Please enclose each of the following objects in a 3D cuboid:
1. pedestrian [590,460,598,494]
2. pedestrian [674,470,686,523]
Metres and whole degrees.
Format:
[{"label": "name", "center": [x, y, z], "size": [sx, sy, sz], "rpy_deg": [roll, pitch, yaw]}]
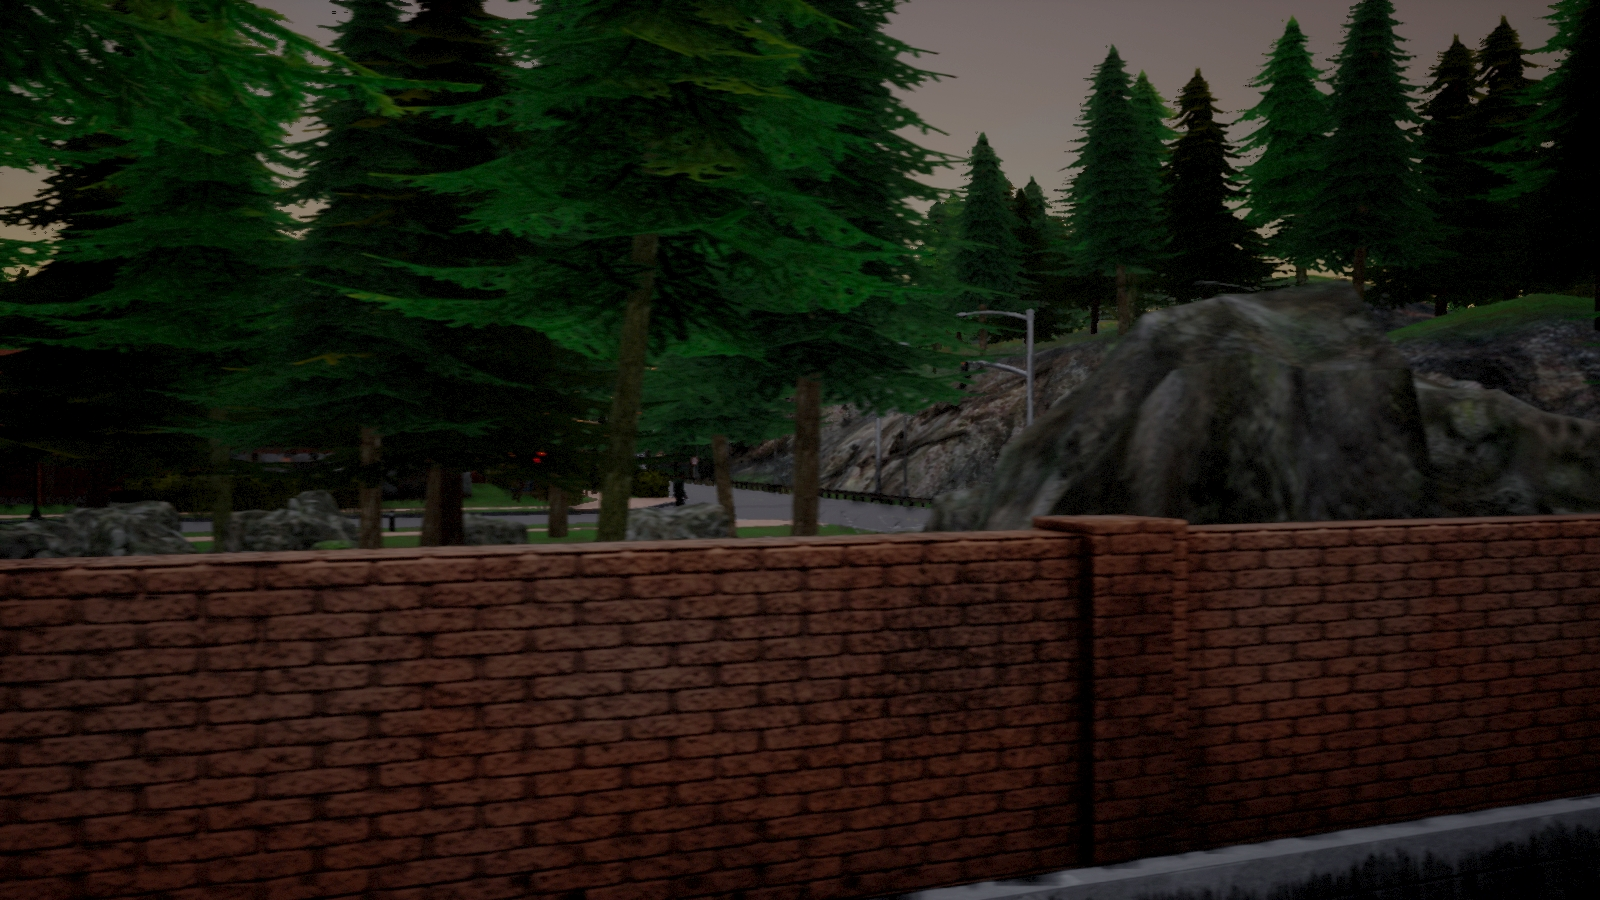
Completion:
[{"label": "pedestrian", "center": [-11.355, 1.508, 63.097], "size": [0.375, 1.860, 0.375], "rpy_deg": [0, 0, -19]}, {"label": "pedestrian", "center": [-4.289, 1.666, 40.855], "size": [0.375, 1.860, 0.375], "rpy_deg": [0, 0, -15]}]
